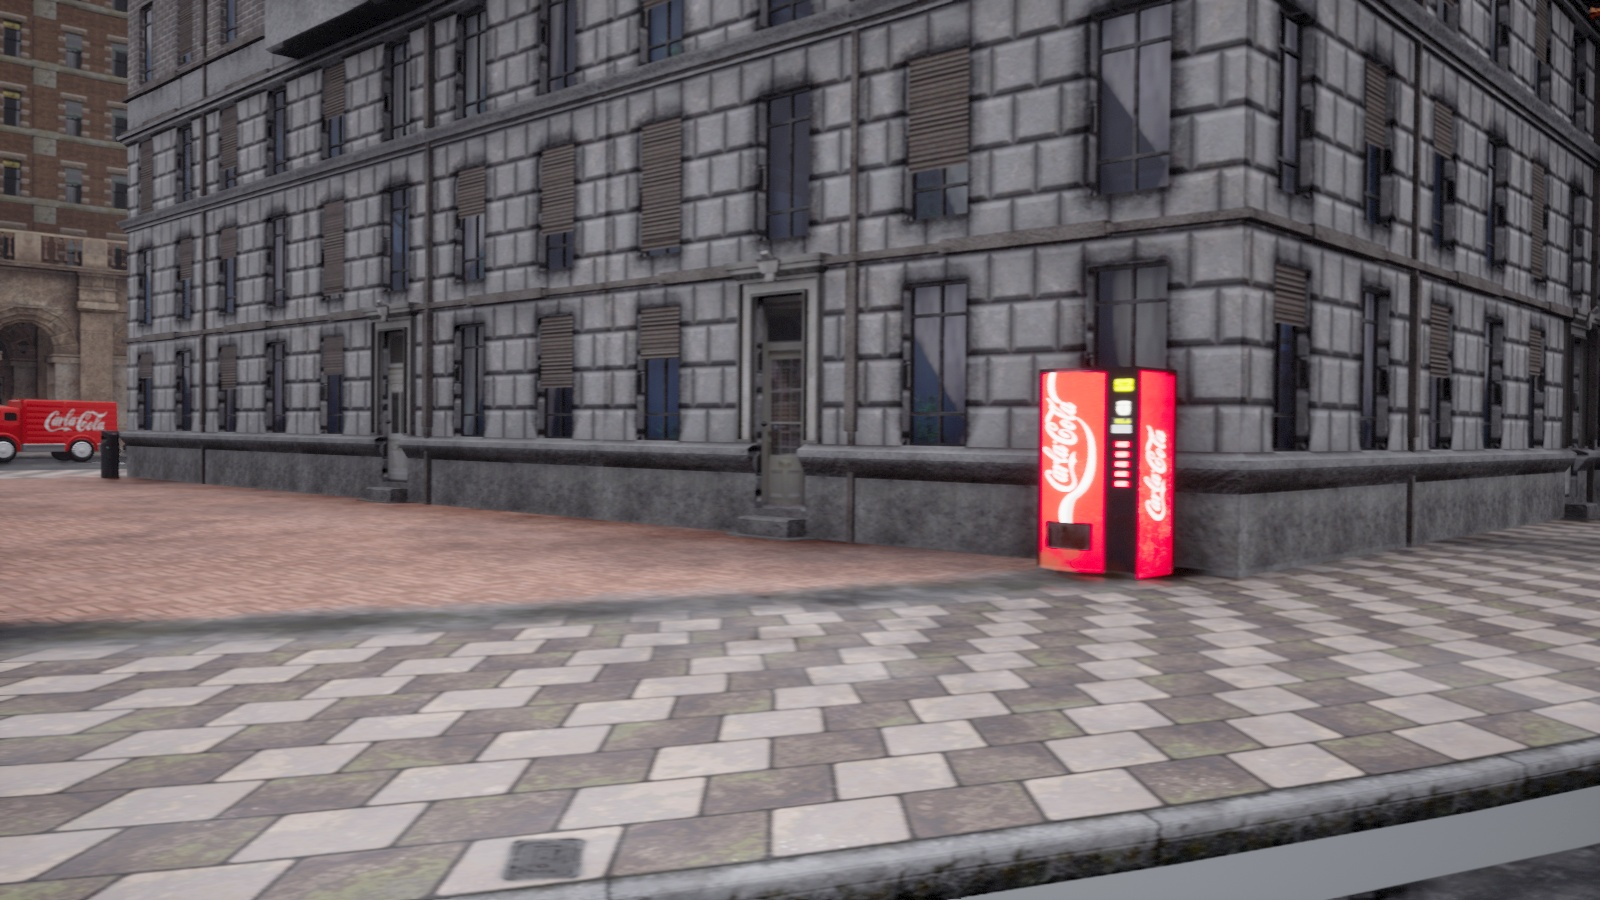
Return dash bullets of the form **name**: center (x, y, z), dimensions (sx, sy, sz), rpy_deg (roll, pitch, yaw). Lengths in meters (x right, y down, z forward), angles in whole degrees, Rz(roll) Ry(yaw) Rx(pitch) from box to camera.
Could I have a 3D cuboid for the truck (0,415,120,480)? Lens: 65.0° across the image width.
- **truck**: center (-30.299, -0.115, 49.872), dimensions (2.627, 2.467, 5.204), rpy_deg (0, 1, 44)
